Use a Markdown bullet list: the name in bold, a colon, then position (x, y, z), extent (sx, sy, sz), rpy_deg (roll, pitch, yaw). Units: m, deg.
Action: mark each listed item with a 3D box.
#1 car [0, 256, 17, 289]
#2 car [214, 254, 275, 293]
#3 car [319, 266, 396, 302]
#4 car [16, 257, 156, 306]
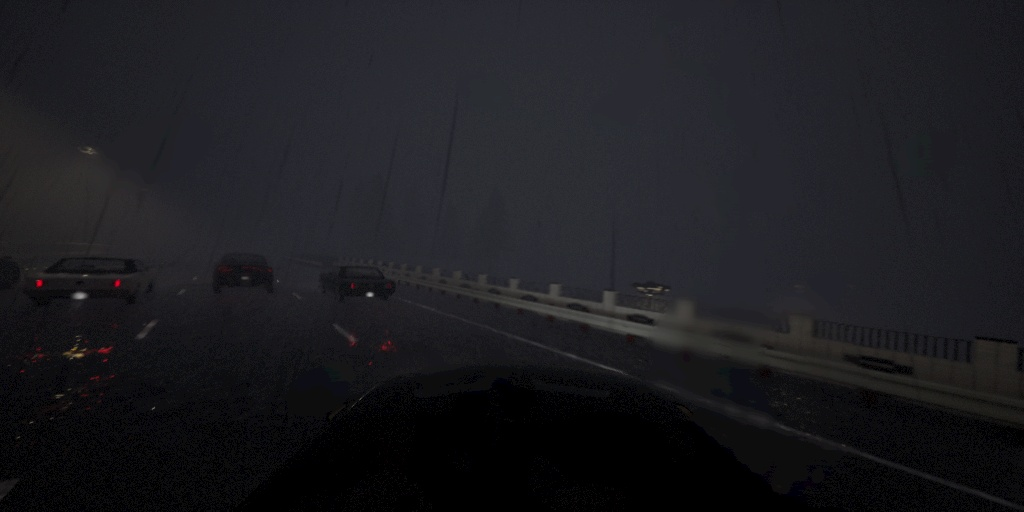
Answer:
- **car**: position (-16.272, 0.341, 10.174), extent (2.128, 1.511, 4.902), rpy_deg (4, -1, -38)
- **car**: position (-11.494, 0.645, 15.403), extent (1.882, 1.535, 5.008), rpy_deg (4, -1, -38)
- **car**: position (-6.454, 1.042, 14.657), extent (1.895, 1.301, 4.718), rpy_deg (4, -1, -38)
- **car**: position (-12.433, 0.672, 10.945), extent (1.895, 1.301, 4.718), rpy_deg (4, -1, -38)
